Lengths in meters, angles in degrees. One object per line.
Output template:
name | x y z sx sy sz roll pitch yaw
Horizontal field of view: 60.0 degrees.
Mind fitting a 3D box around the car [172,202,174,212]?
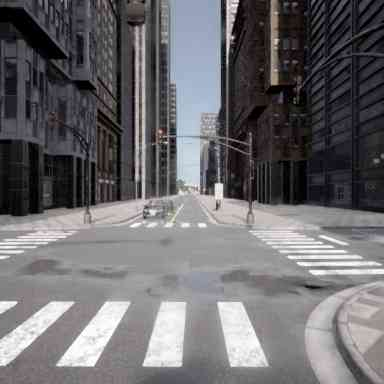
car | -3.204 1.578 39.504 1.994 1.385 4.181 0 0 -1

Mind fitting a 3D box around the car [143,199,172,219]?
car | -3.175 1.500 29.438 2.128 1.511 4.902 0 0 0
